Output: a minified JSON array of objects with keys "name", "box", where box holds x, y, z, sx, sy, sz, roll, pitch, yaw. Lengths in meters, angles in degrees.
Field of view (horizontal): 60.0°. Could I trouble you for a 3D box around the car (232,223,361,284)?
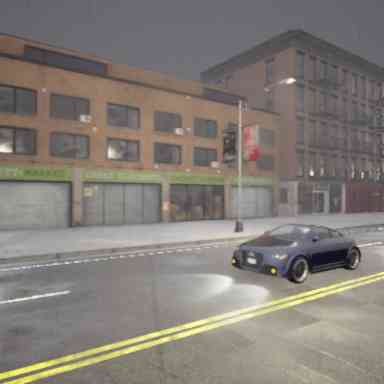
[{"name":"car","box":[3.201,1.659,9.949,4.181,1.385,1.994,1,0,-36]}]
